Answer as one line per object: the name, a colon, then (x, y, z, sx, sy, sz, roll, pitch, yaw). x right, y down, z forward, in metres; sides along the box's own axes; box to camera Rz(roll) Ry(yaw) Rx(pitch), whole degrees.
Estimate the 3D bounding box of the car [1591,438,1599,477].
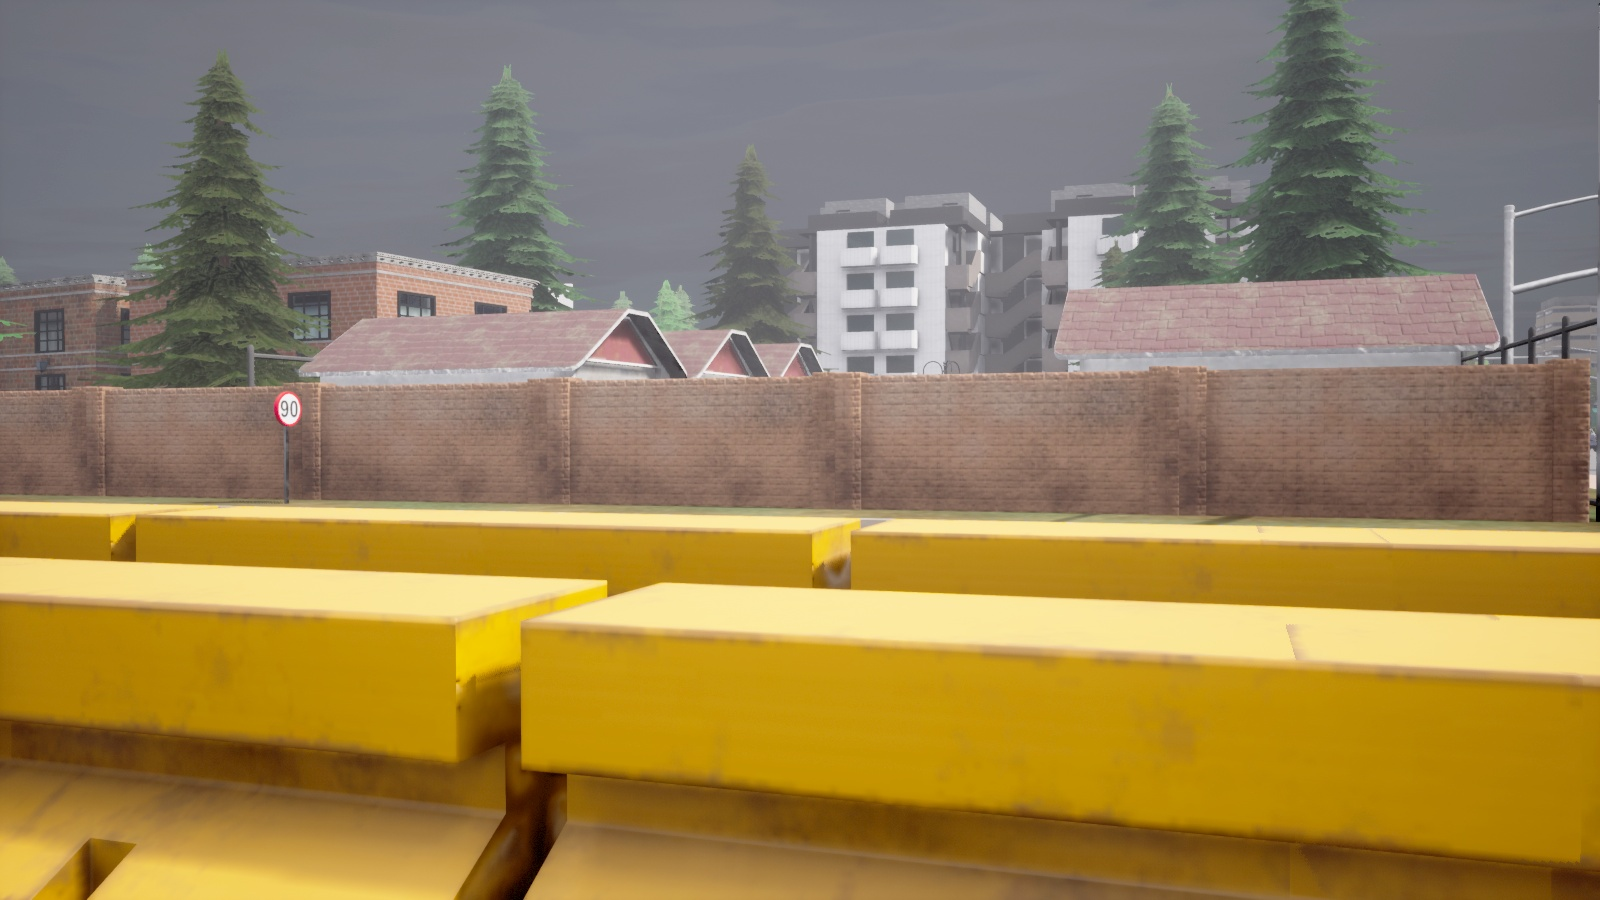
car: (29.388, 0.273, 44.865, 1.481, 1.376, 2.207, 1, 1, 20)
